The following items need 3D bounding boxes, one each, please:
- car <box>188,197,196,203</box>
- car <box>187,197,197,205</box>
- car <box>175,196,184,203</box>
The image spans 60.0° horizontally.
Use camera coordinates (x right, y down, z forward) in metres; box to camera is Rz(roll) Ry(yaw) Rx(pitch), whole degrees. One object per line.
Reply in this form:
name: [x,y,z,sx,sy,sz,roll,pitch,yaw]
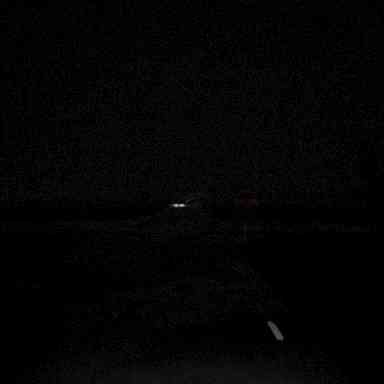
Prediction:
car: [-0.014,1.928,78.701,1.812,1.442,4.674,0,0,0]
car: [-0.012,1.939,68.663,2.128,1.511,4.902,0,0,0]
car: [-2.763,1.632,73.690,1.994,1.385,4.181,0,0,0]
